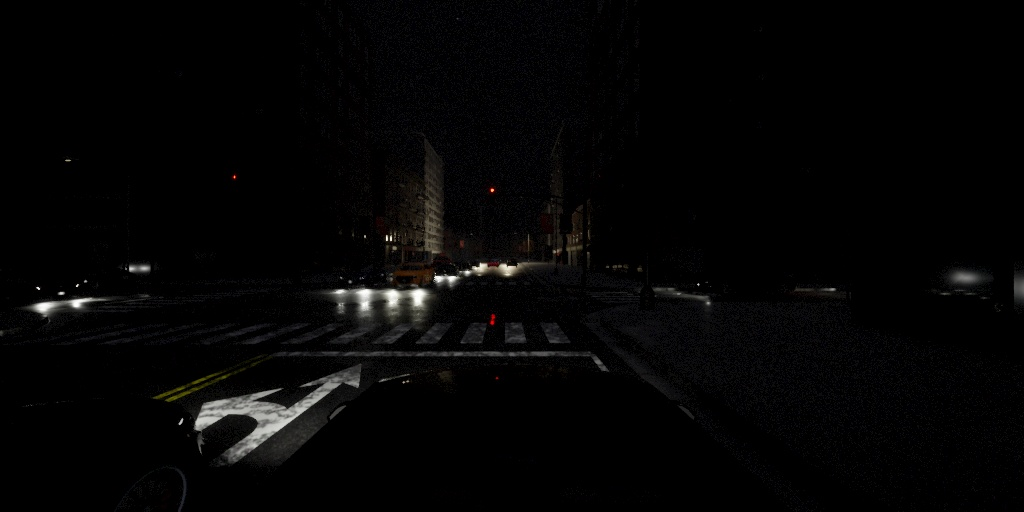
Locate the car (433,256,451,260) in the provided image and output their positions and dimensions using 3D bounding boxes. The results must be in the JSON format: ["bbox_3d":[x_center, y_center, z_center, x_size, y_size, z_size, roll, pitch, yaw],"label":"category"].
[{"bbox_3d":[-9.858,0.969,50.958,2.150,2.045,5.566,0,0,0],"label":"car"}]

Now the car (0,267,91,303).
[{"bbox_3d":[-22.901,1.291,16.125,5.357,1.411,2.033,0,0,0],"label":"car"}]

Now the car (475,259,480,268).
[{"bbox_3d":[-6.576,1.288,61.718,2.033,1.411,5.357,0,0,0],"label":"car"}]

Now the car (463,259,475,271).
[{"bbox_3d":[-6.615,1.309,49.145,1.994,1.385,4.181,0,0,0],"label":"car"}]

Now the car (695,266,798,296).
[{"bbox_3d":[12.452,1.294,19.242,4.892,1.490,1.837,0,0,2],"label":"car"}]

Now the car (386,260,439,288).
[{"bbox_3d":[-6.610,1.232,24.457,1.882,1.535,5.008,0,0,0],"label":"car"}]

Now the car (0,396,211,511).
[{"bbox_3d":[-3.244,1.276,0.782,1.812,1.442,4.674,0,0,0],"label":"car"}]

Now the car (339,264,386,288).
[{"bbox_3d":[-9.855,1.286,24.162,1.812,1.442,4.674,0,0,0],"label":"car"}]

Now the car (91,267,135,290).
[{"bbox_3d":[-25.380,1.330,21.622,4.313,1.339,1.948,0,0,0],"label":"car"}]

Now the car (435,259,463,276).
[{"bbox_3d":[-6.610,1.311,37.070,1.994,1.385,4.181,0,0,0],"label":"car"}]

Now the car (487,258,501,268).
[{"bbox_3d":[-3.268,1.341,62.641,1.895,1.301,4.718,0,0,0],"label":"car"}]

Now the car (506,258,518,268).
[{"bbox_3d":[-0.018,1.245,62.195,1.837,1.490,4.892,0,0,0],"label":"car"}]
